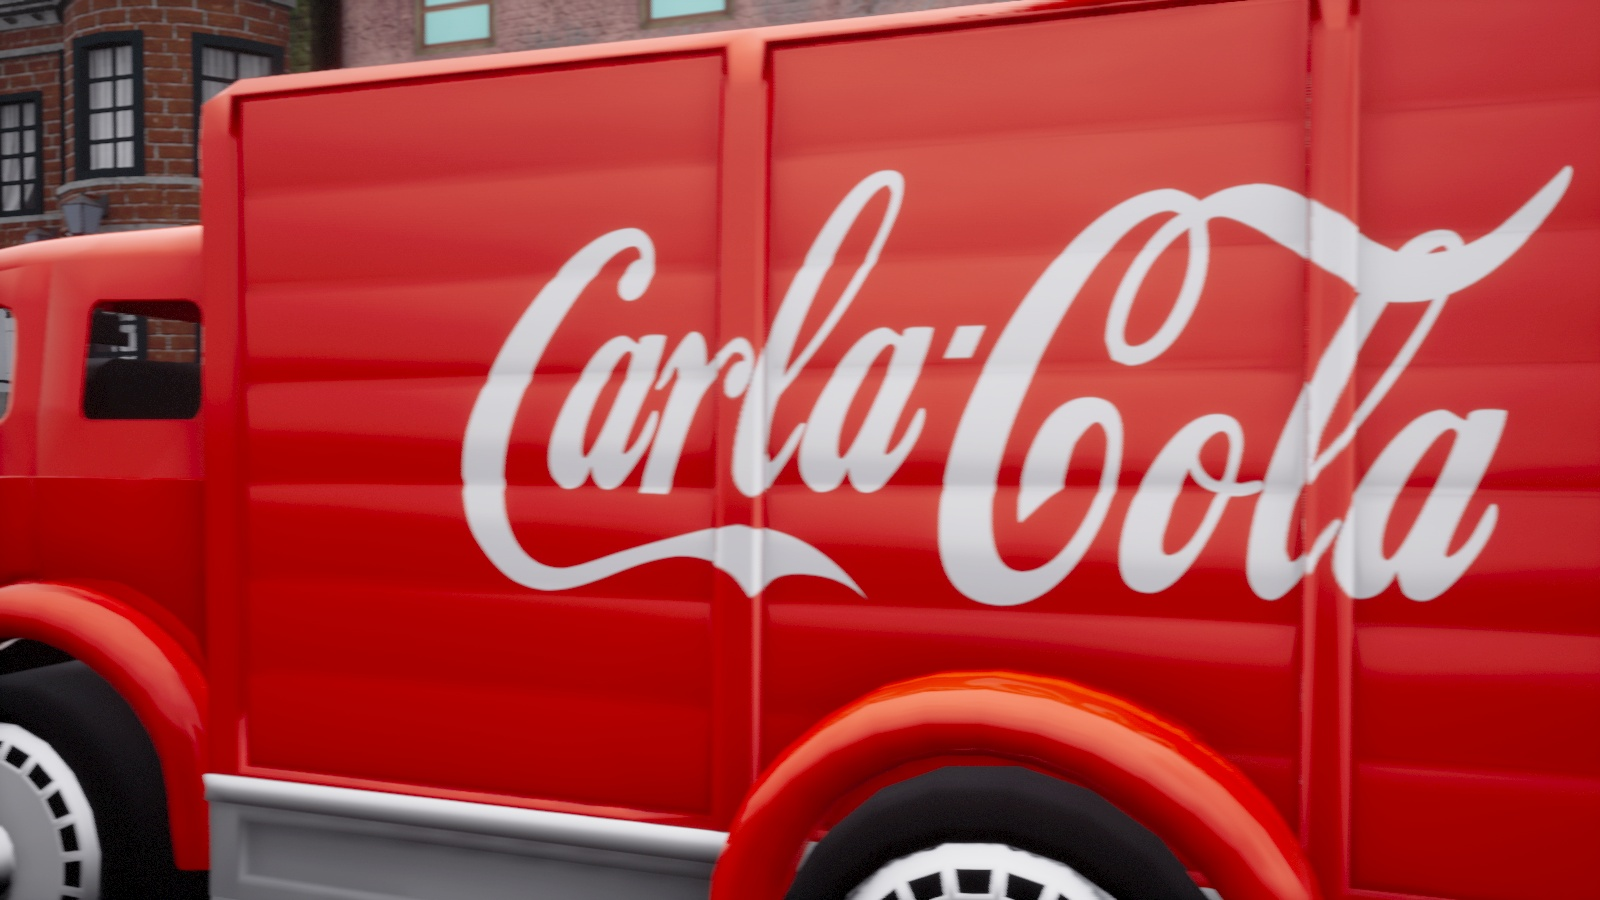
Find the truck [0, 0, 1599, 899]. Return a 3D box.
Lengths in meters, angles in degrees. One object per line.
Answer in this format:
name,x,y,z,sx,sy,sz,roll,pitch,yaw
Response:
truck,-0.442,0.276,3.862,5.204,2.467,2.627,1,1,19
